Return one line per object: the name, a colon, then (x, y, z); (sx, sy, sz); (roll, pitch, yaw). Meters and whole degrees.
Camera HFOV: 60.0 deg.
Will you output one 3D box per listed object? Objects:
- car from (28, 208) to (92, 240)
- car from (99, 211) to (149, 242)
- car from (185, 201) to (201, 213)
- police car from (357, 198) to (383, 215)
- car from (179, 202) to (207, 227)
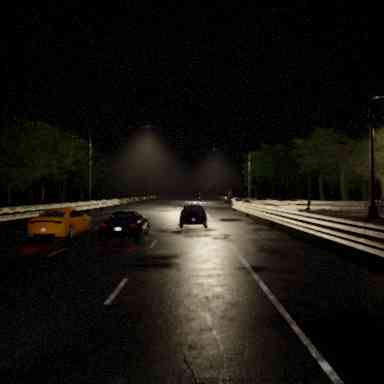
car: (-6.903, 1.614, 17.923); (1.882, 1.535, 5.008); (0, 0, 0)
car: (-3.407, 1.696, 17.318); (1.994, 1.385, 4.181); (0, 0, 0)
car: (0.089, 1.873, 41.832); (1.895, 1.301, 4.718); (0, 0, 0)
police car: (18.535, 1.396, 32.015); (1.930, 1.638, 5.238); (0, -2, -31)
car: (0.093, 1.662, 24.249); (1.882, 1.535, 5.008); (0, 0, 0)
